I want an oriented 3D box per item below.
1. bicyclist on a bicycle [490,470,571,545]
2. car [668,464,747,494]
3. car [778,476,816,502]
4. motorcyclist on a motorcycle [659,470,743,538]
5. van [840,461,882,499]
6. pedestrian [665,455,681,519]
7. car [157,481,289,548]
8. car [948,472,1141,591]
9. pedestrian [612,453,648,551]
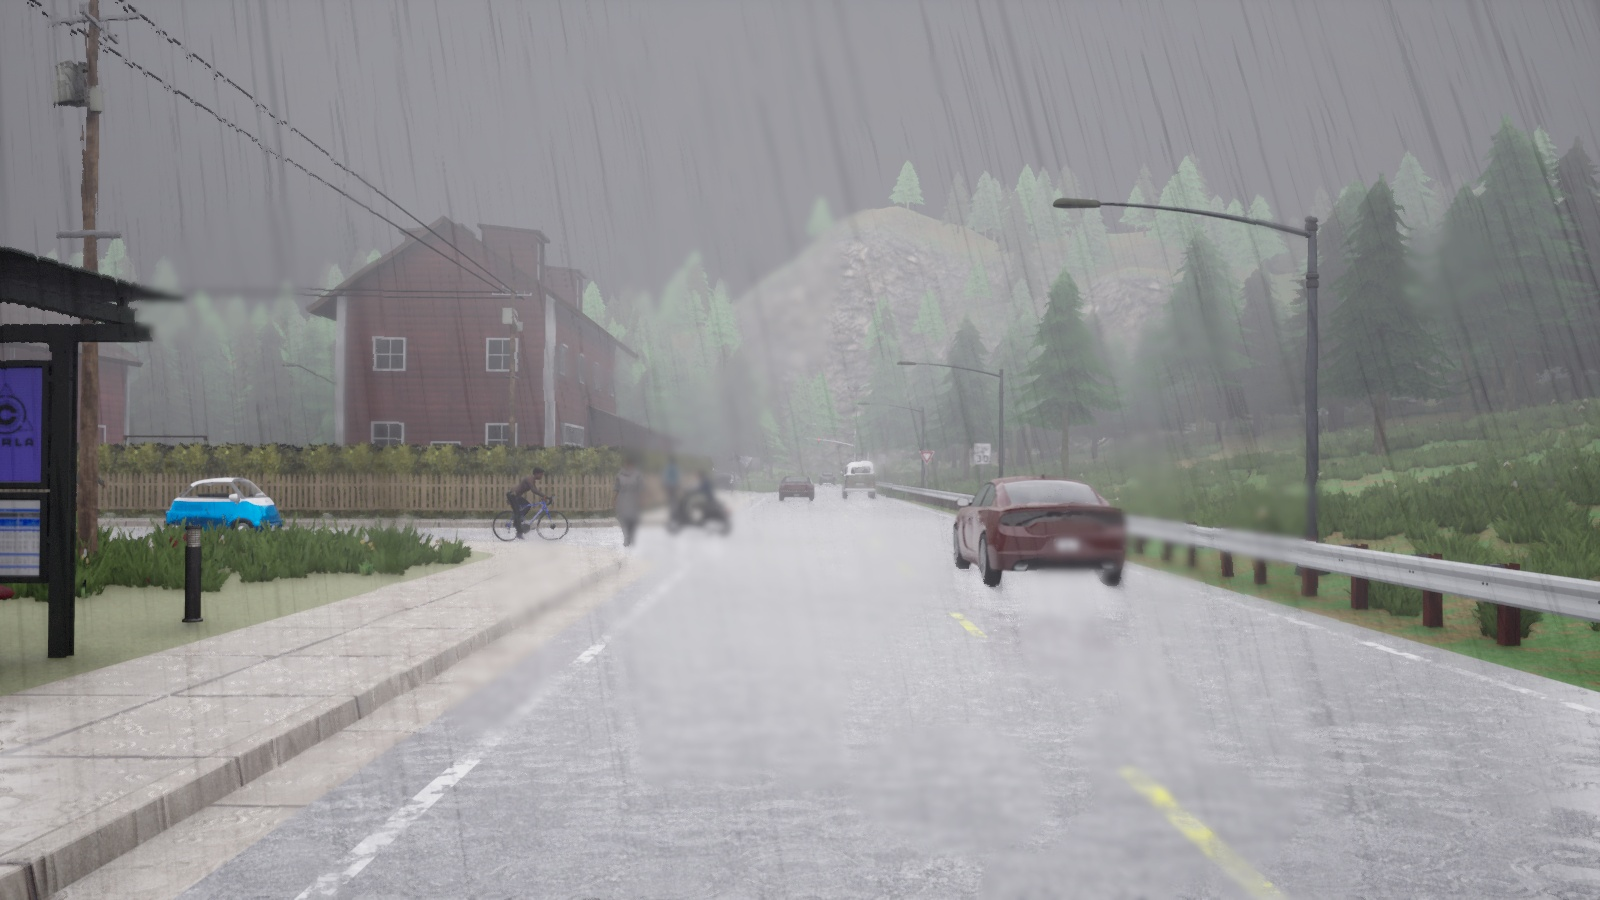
[{"bbox_3d":[-5.867,1.250,27.413,1.656,1.620,0.582,0,-1,-4],"label":"bicyclist on a bicycle"},{"bbox_3d":[-5.818,1.850,79.178,4.605,1.855,1.932,0,-2,10],"label":"car"},{"bbox_3d":[-0.158,2.025,66.192,1.895,1.301,4.718,0,-1,0],"label":"car"},{"bbox_3d":[-2.374,1.283,30.135,1.817,1.590,0.866,-1,-1,21],"label":"motorcyclist on a motorcycle"},{"bbox_3d":[3.333,1.683,69.490,2.069,2.038,4.480,0,-2,0],"label":"van"},{"bbox_3d":[-3.858,1.124,38.116,0.396,1.930,0.692,0,-1,1],"label":"pedestrian"},{"bbox_3d":[-12.526,1.378,27.339,2.207,1.376,1.481,-1,-1,0],"label":"car"},{"bbox_3d":[3.455,1.092,18.728,1.882,1.535,5.008,0,-1,0],"label":"car"},{"bbox_3d":[-3.442,1.046,25.460,0.659,1.952,0.873,0,-1,-4],"label":"pedestrian"}]
